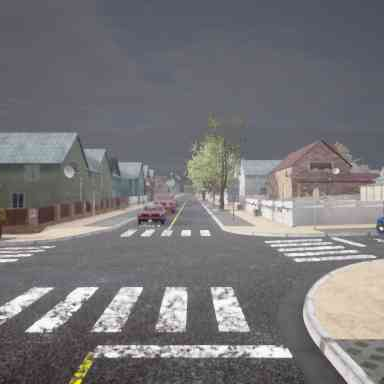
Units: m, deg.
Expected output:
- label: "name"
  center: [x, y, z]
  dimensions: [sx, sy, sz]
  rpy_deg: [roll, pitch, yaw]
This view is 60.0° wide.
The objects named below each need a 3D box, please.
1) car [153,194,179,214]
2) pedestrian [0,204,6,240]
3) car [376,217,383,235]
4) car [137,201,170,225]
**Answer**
- label: "car"
  center: [-2.876, 1.227, 35.779]
  dimensions: [2.150, 2.045, 5.566]
  rpy_deg: [0, 0, 0]
- label: "pedestrian"
  center: [-9.703, 1.463, 16.787]
  dimensions: [0.375, 1.860, 0.375]
  rpy_deg: [0, 0, 0]
- label: "car"
  center: [10.402, 1.191, 13.972]
  dimensions: [5.008, 1.535, 1.882]
  rpy_deg: [-2, -1, -2]
- label: "car"
  center: [-2.832, 1.605, 24.271]
  dimensions: [1.895, 1.301, 4.718]
  rpy_deg: [0, 0, -1]
